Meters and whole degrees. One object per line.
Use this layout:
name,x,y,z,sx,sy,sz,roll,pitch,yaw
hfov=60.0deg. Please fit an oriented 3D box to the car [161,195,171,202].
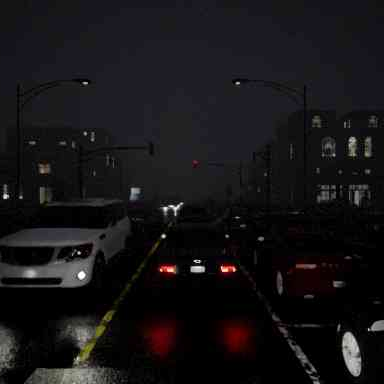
car,-5.733,1.452,74.162,1.967,1.590,4.097,0,0,0

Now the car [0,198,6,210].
car,-25.477,1.447,40.451,4.829,1.417,1.752,0,-1,1

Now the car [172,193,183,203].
car,-3.046,1.236,72.122,2.150,2.045,5.566,0,0,0

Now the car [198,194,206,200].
car,2.637,1.458,90.720,1.967,1.590,4.097,0,0,0

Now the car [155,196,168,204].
car,-5.727,1.559,63.118,2.008,1.369,4.403,0,0,0

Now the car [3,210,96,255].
car,-5.696,1.552,13.997,2.008,1.369,4.403,0,0,0

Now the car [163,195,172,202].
car,-5.737,1.539,79.515,1.752,1.417,4.829,0,0,0

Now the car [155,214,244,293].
car,0.098,1.548,8.976,2.033,1.411,5.357,0,0,0

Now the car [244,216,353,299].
car,2.688,1.546,8.293,1.887,1.381,4.507,0,0,0

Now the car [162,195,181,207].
car,-3.141,1.532,51.114,1.812,1.442,4.674,0,0,1

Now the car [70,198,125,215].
car,-9.502,1.450,33.632,5.008,1.535,1.882,1,0,13

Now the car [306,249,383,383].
car,2.692,1.551,2.601,2.008,1.369,4.403,0,0,0

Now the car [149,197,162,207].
car,-5.720,1.588,52.075,1.802,1.307,4.206,0,0,0

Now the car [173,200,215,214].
car,0.087,1.480,19.441,1.882,1.535,5.008,0,0,0

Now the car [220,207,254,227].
car,2.681,1.553,19.677,2.008,1.369,4.403,0,0,0

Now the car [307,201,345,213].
car,14.787,1.653,37.261,4.181,1.385,1.994,0,0,1

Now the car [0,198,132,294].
car,-3.101,1.222,9.160,2.150,2.045,5.566,0,0,0

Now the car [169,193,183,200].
car,-3.105,1.500,61.466,2.128,1.511,4.902,0,0,0

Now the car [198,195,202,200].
car,2.654,1.590,63.109,1.802,1.307,4.206,0,0,0

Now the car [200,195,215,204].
car,2.661,1.572,52.067,1.947,1.339,4.313,0,0,0
